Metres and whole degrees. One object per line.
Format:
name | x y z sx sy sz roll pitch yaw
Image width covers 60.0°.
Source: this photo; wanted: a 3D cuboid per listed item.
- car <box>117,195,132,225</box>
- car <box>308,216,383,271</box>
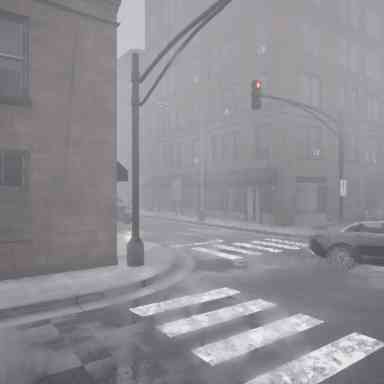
car | -5.892 1.094 22.516 2.150 2.045 5.566 0 1 -34
car | 5.851 1.472 9.374 4.902 1.511 2.128 0 1 30
